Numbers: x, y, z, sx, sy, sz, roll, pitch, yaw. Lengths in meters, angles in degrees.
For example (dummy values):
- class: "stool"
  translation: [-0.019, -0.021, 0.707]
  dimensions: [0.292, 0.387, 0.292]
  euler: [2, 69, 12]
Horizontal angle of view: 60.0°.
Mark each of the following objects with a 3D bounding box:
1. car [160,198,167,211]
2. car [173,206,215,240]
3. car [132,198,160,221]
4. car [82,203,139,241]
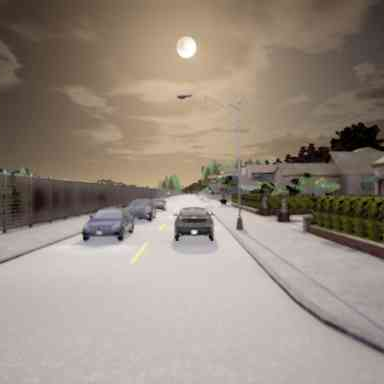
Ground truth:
- class: "car"
  translation: [-4.055, 1.512, 39.878]
  dimensions: [1.837, 1.490, 4.892]
  euler: [0, 0, 0]
- class: "car"
  translation: [0.102, 1.507, 17.053]
  dimensions: [1.837, 1.490, 4.892]
  euler: [0, 0, 0]
- class: "car"
  translation: [-4.080, 1.356, 26.717]
  dimensions: [2.097, 1.767, 4.553]
  euler: [0, 0, 0]
- class: "car"
  translation: [-4.090, 1.528, 16.924]
  dimensions: [1.812, 1.442, 4.674]
  euler: [0, 0, -1]
